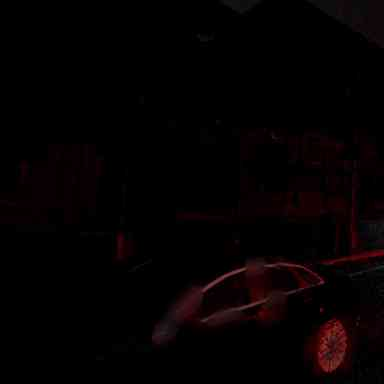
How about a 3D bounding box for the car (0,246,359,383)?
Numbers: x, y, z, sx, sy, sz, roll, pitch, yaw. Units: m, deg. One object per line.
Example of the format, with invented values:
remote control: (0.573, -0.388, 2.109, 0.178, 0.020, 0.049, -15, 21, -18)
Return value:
car: (0.080, 1.499, 4.036, 4.902, 1.511, 2.128, 0, 0, -35)
